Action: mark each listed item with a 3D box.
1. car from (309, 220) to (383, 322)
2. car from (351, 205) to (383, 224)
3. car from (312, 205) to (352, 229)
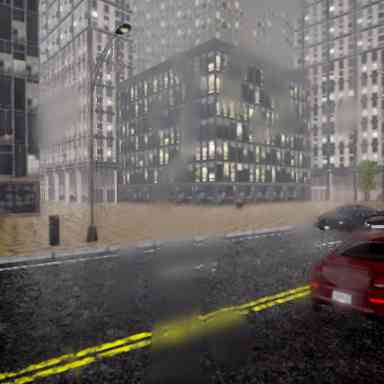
[{"bbox_3d":[4.202,1.476,6.612,4.674,1.442,1.812,-1,0,-37],"label":"car"},{"bbox_3d":[9.580,1.379,15.077,4.902,1.511,2.128,-1,0,-38],"label":"car"},{"bbox_3d":[9.021,1.426,18.764,5.357,1.411,2.033,0,0,-38],"label":"car"}]
